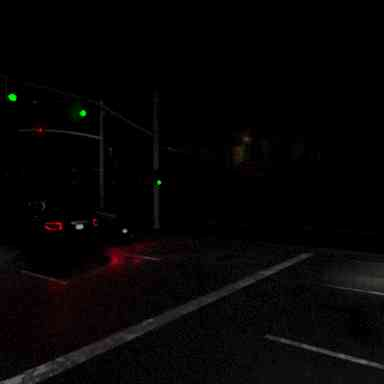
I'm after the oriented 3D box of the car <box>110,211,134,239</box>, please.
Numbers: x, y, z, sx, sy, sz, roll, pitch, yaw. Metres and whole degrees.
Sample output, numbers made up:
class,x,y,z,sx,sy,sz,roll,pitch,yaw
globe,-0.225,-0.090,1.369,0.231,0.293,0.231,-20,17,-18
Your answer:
class,x,y,z,sx,sy,sz,roll,pitch,yaw
car,-4.839,1.536,16.011,4.674,1.442,1.812,0,0,35

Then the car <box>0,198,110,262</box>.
class,x,y,z,sx,sy,sz,roll,pitch,yaw
car,-5.863,1.232,12.455,5.566,2.045,2.150,0,0,35
